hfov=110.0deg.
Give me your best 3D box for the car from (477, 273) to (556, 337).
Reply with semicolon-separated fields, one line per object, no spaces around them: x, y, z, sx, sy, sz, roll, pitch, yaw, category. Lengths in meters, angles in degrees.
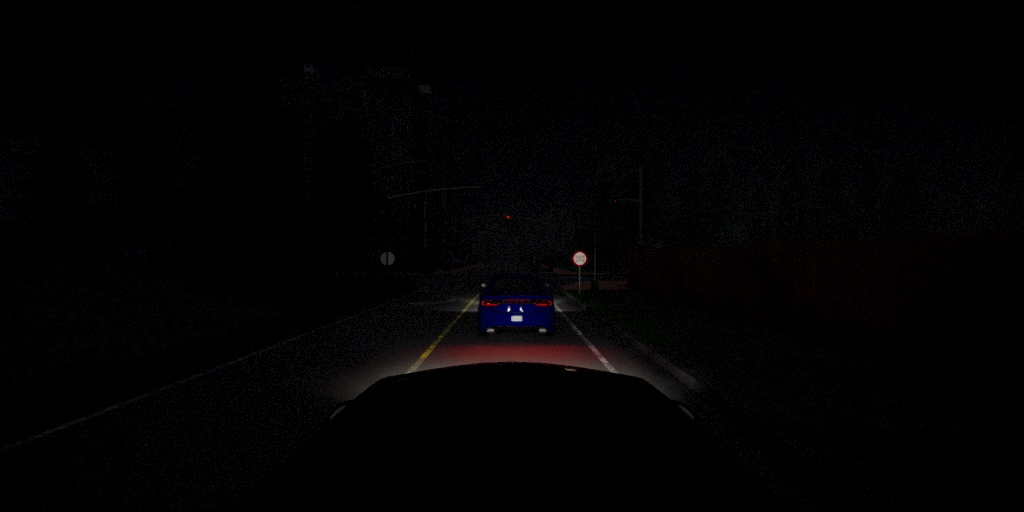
0.101;1.228;10.379;1.882;1.535;5.008;0;0;0;car
